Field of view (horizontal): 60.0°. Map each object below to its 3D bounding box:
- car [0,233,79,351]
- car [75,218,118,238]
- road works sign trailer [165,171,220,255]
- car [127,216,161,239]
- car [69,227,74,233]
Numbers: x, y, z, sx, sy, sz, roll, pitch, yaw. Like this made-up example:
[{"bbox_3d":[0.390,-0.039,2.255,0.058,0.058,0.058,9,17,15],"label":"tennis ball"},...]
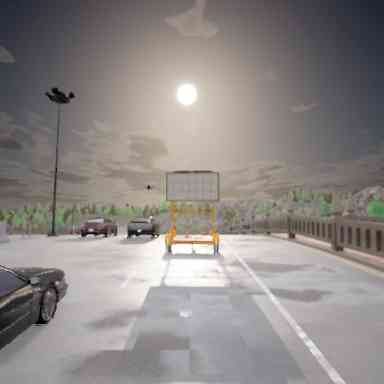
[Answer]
[{"bbox_3d":[-3.388,1.577,4.161,2.033,1.411,5.357,0,-1,0],"label":"car"},{"bbox_3d":[-6.839,2.646,24.846,1.812,1.442,4.674,0,-6,0],"label":"car"},{"bbox_3d":[0.046,0.840,15.025,2.380,3.560,2.880,0,-3,2],"label":"road works sign trailer"},{"bbox_3d":[-3.342,2.498,23.626,2.128,1.511,4.902,0,-5,0],"label":"car"},{"bbox_3d":[-20.883,7.072,61.788,2.150,2.045,5.566,0,-8,1],"label":"car"}]
